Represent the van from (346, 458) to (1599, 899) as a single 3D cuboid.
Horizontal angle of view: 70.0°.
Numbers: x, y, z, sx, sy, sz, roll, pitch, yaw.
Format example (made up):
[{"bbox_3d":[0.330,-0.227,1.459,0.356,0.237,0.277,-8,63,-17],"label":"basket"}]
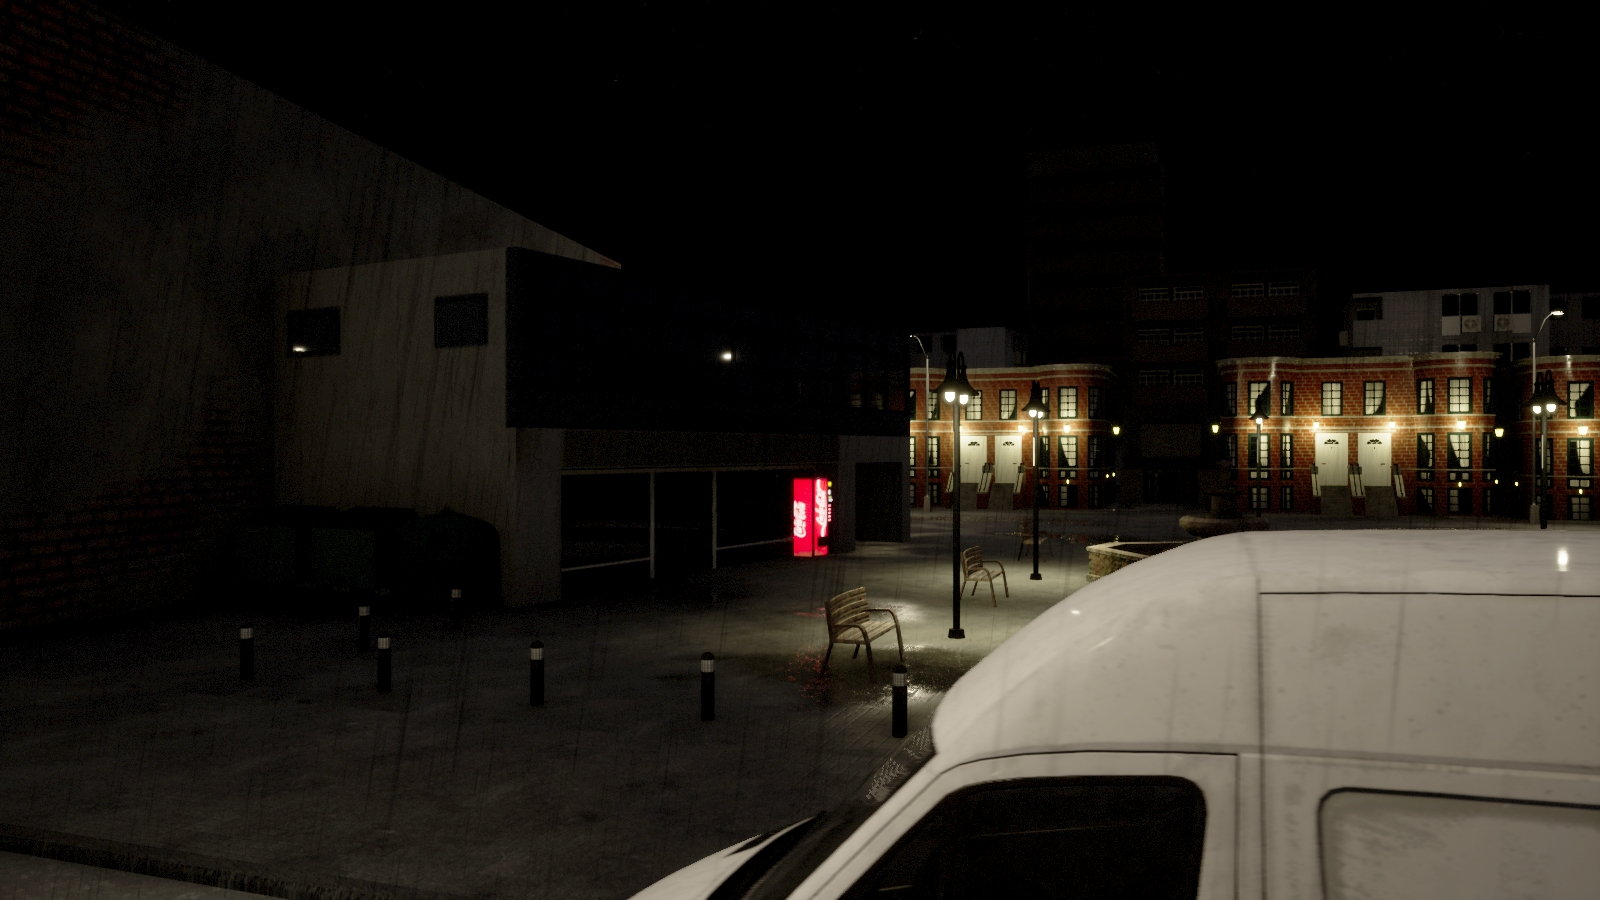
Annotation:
[{"bbox_3d":[1.830,1.314,3.175,5.915,2.561,1.988,0,0,20],"label":"van"}]
